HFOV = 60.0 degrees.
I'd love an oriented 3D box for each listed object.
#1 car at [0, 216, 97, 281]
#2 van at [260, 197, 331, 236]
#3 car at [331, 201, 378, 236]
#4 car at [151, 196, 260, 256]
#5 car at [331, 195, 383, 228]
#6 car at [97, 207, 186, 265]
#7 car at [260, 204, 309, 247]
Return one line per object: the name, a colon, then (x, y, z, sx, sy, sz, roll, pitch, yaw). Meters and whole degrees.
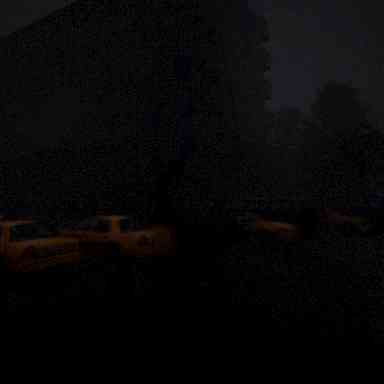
car: (-5.472, 1.490, 9.880, 5.366, 1.575, 1.946, -1, 0, 35)
van: (4.309, 1.227, 16.820, 4.442, 1.987, 1.878, -1, -1, 34)
car: (6.994, 1.449, 18.402, 5.366, 1.575, 1.946, -1, -1, 34)
car: (-0.481, 1.207, 13.275, 5.566, 2.045, 2.435, -1, 0, 35)
car: (9.245, 1.208, 20.272, 5.566, 2.045, 2.435, -1, -1, 34)
car: (-3.040, 1.470, 11.623, 5.366, 1.575, 1.946, -1, 0, 34)
car: (2.130, 1.446, 14.900, 5.366, 1.575, 1.946, -1, -1, 34)
